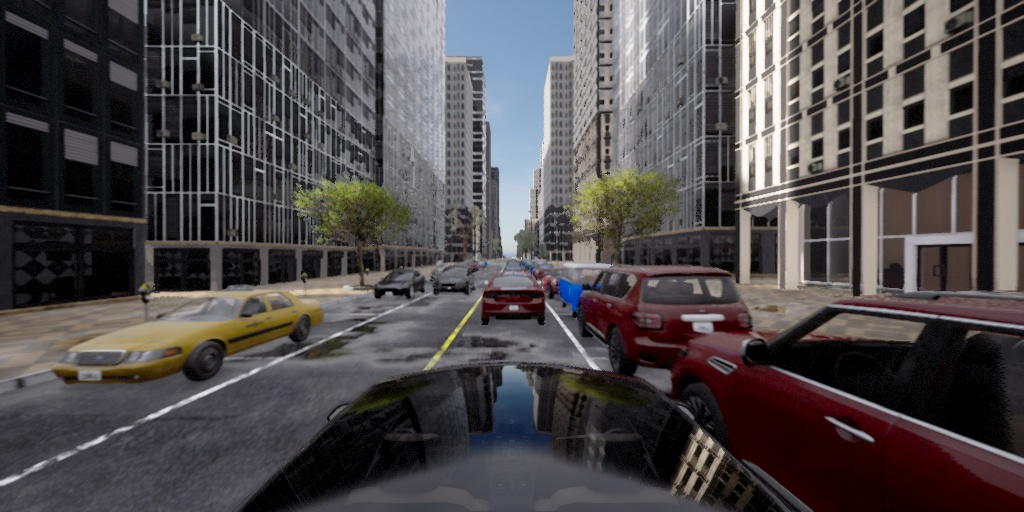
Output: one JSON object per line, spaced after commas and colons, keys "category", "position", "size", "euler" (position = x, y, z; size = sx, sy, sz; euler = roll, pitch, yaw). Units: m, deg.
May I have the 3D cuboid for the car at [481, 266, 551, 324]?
{"category": "car", "position": [0.028, 1.272, 12.263], "size": [1.882, 1.535, 5.008], "euler": [0, 0, 0]}

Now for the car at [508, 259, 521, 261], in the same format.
{"category": "car", "position": [0.095, 1.334, 58.031], "size": [2.097, 1.767, 4.553], "euler": [0, 0, 0]}

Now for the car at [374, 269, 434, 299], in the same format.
{"category": "car", "position": [-5.695, 1.388, 18.782], "size": [1.948, 1.339, 4.313], "euler": [0, 0, 0]}

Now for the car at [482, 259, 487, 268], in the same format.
{"category": "car", "position": [-5.700, 1.589, 64.252], "size": [1.802, 1.307, 4.207], "euler": [0, 0, 0]}

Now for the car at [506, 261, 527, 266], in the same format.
{"category": "car", "position": [0.095, 1.438, 35.412], "size": [2.033, 1.411, 5.357], "euler": [0, 0, 0]}

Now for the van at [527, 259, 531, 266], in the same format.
{"category": "van", "position": [2.684, 1.233, 35.833], "size": [1.690, 1.789, 3.998], "euler": [0, 0, 0]}

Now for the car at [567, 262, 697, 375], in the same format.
{"category": "car", "position": [2.688, 1.089, 7.416], "size": [2.192, 1.841, 5.009], "euler": [0, 0, 0]}

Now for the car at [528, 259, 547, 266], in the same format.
{"category": "car", "position": [2.685, 1.309, 30.150], "size": [1.967, 1.591, 4.097], "euler": [0, 0, 0]}

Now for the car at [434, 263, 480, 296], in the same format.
{"category": "car", "position": [-3.095, 1.332, 19.997], "size": [1.837, 1.490, 4.892], "euler": [0, 0, 0]}

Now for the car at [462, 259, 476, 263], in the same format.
{"category": "car", "position": [-5.697, 1.355, 41.517], "size": [1.967, 1.591, 4.097], "euler": [0, 0, 0]}

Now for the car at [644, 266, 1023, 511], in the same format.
{"category": "car", "position": [2.688, 1.065, 1.732], "size": [2.192, 1.841, 5.009], "euler": [0, 0, 0]}

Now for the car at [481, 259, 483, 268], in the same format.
{"category": "car", "position": [-5.699, 1.544, 52.884], "size": [1.802, 1.307, 4.207], "euler": [0, 0, 0]}

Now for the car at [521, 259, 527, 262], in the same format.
{"category": "car", "position": [2.683, 1.512, 52.885], "size": [2.007, 1.370, 4.403], "euler": [0, 0, 0]}

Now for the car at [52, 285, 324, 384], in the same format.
{"category": "car", "position": [-5.693, 1.300, 7.245], "size": [1.751, 1.417, 4.829], "euler": [0, 0, 0]}

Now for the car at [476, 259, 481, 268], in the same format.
{"category": "car", "position": [-5.698, 1.253, 47.200], "size": [2.192, 1.841, 5.009], "euler": [0, 0, 0]}

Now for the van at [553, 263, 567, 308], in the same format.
{"category": "van", "position": [2.687, 1.139, 13.099], "size": [1.690, 1.789, 3.998], "euler": [0, 0, 0]}

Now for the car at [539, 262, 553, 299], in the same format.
{"category": "car", "position": [2.687, 1.262, 18.783], "size": [1.967, 1.591, 4.097], "euler": [0, 0, 0]}
